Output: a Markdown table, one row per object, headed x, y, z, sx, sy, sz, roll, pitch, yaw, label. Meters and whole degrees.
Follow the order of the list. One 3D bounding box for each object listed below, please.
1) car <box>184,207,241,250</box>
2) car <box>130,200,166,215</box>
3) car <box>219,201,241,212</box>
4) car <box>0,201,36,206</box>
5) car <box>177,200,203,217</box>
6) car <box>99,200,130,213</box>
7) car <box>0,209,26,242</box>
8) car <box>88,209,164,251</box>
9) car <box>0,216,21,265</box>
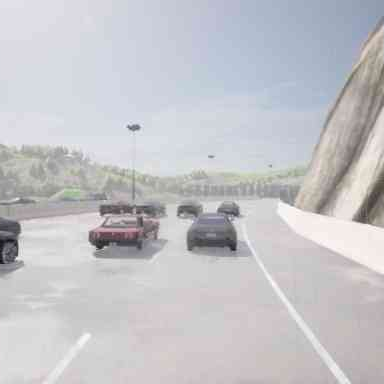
| x | y | z | sx | sy | sz | roll | pitch | yaw | label |
| --- | --- | --- | --- | --- | --- | --- | --- | --- | --- |
| 0.905 | 1.575 | 14.362 | 1.994 | 1.385 | 4.181 | 0 | 0 | 5 | car |
| -3.777 | 1.515 | 31.031 | 1.837 | 1.490 | 4.892 | 0 | 0 | 11 | car |
| 3.633 | 1.592 | 32.355 | 1.994 | 1.385 | 4.181 | 0 | 0 | 12 | car |
| -25.184 | 1.519 | 48.343 | 2.033 | 1.411 | 5.357 | 0 | 0 | 14 | car |
| -0.126 | 1.524 | 31.488 | 1.837 | 1.490 | 4.892 | 0 | 0 | 11 | car |
| -7.141 | 1.481 | 32.068 | 1.882 | 1.535 | 5.008 | 0 | 0 | 11 | car |
| -9.585 | 1.551 | 14.818 | 1.994 | 1.385 | 4.181 | 0 | 0 | 5 | car |
| -2.649 | 1.604 | 14.228 | 1.895 | 1.301 | 4.718 | 0 | 0 | 5 | car |
| -6.546 | 1.482 | 8.739 | 2.128 | 1.511 | 4.902 | 0 | 0 | 3 | car |
